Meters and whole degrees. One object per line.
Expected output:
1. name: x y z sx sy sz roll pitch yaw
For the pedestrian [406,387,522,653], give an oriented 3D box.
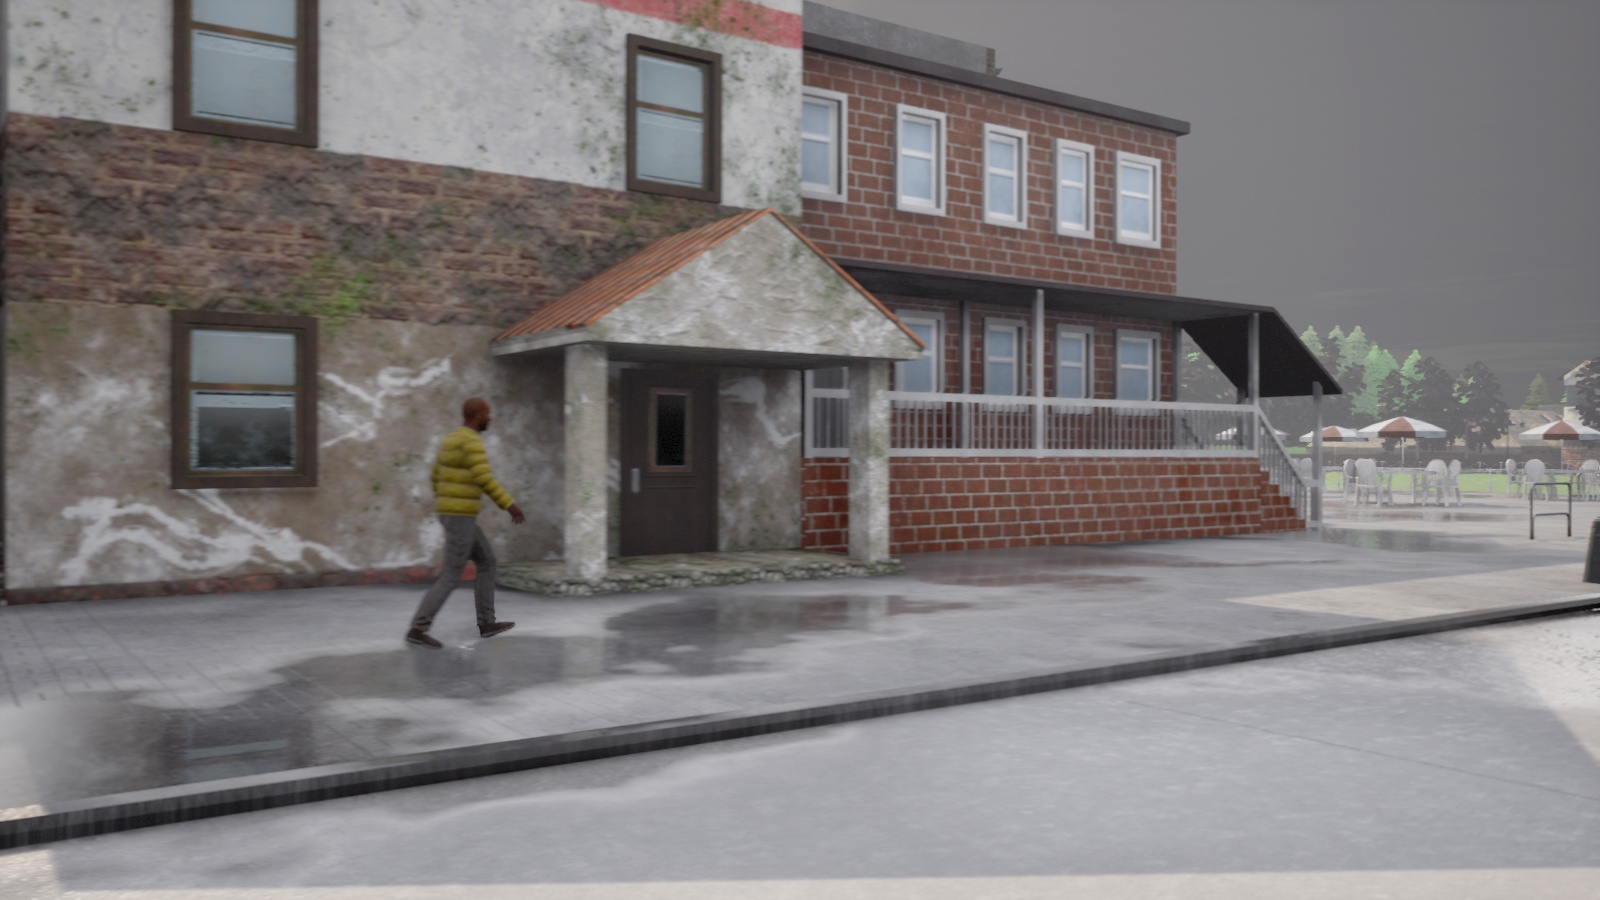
1. pedestrian: -2.406 0.482 9.006 0.726 1.835 0.370 0 0 -31
